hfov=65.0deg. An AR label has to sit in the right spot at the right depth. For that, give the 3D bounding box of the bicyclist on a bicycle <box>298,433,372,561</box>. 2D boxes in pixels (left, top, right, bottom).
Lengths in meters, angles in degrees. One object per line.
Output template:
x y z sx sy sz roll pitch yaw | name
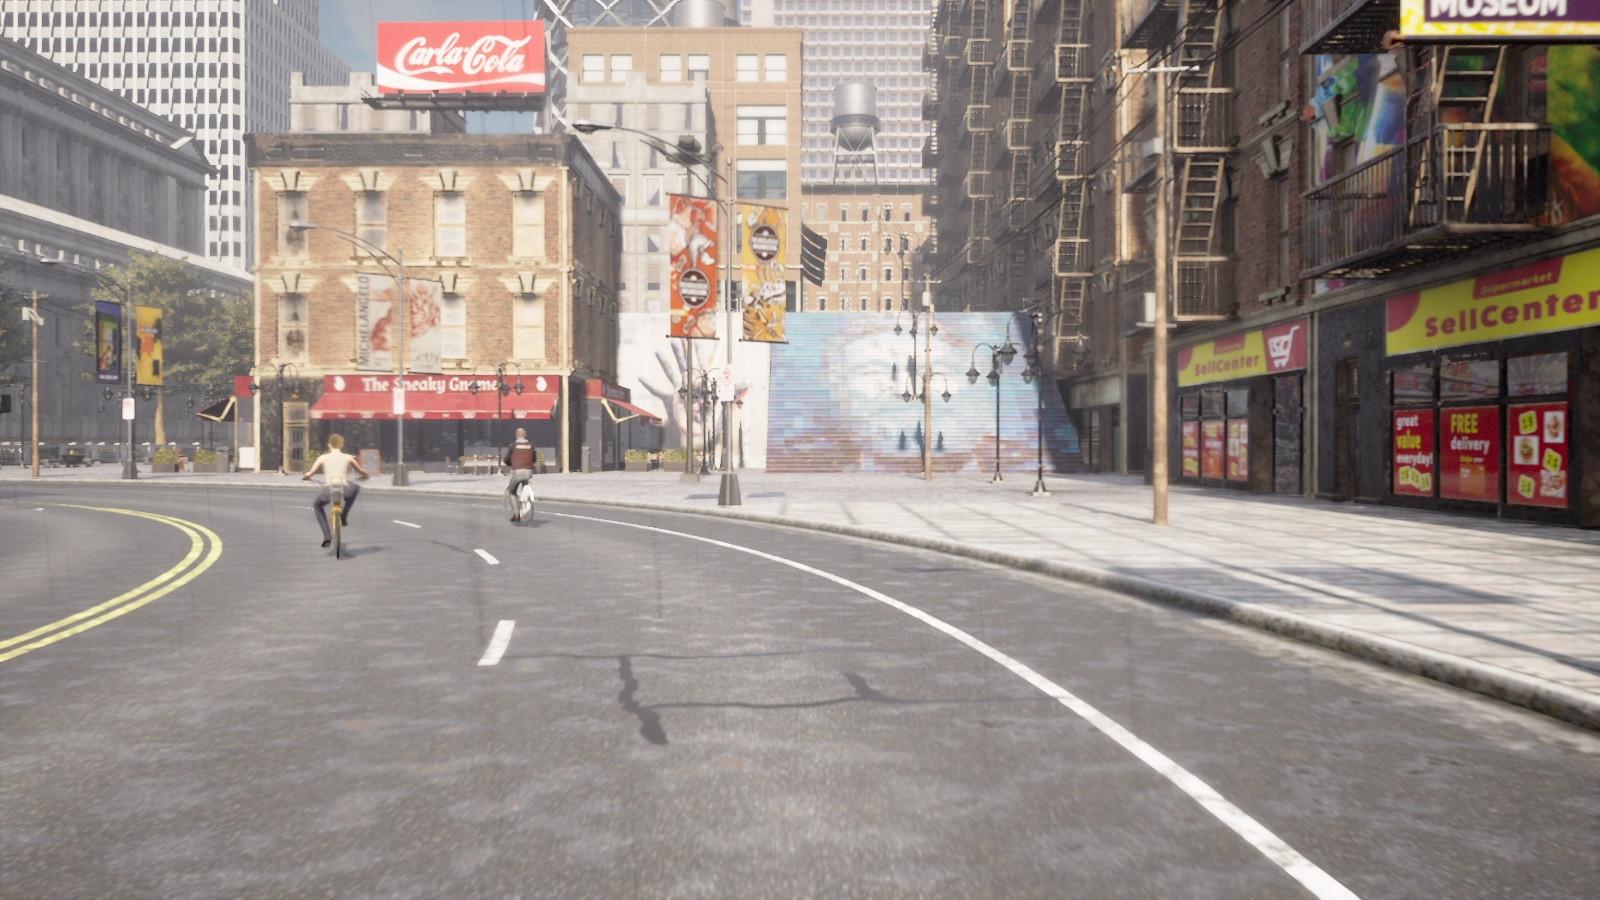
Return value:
-6.164 0.584 16.639 0.866 1.612 1.509 -1 1 -21 | bicyclist on a bicycle

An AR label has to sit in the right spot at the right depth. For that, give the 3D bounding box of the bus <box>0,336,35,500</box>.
-25.698 -0.841 33.790 10.273 4.253 3.944 0 0 27 | bus

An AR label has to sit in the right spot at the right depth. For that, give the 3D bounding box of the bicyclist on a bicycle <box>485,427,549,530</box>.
-5.128 0.485 22.688 0.659 1.776 1.843 -1 1 -28 | bicyclist on a bicycle
